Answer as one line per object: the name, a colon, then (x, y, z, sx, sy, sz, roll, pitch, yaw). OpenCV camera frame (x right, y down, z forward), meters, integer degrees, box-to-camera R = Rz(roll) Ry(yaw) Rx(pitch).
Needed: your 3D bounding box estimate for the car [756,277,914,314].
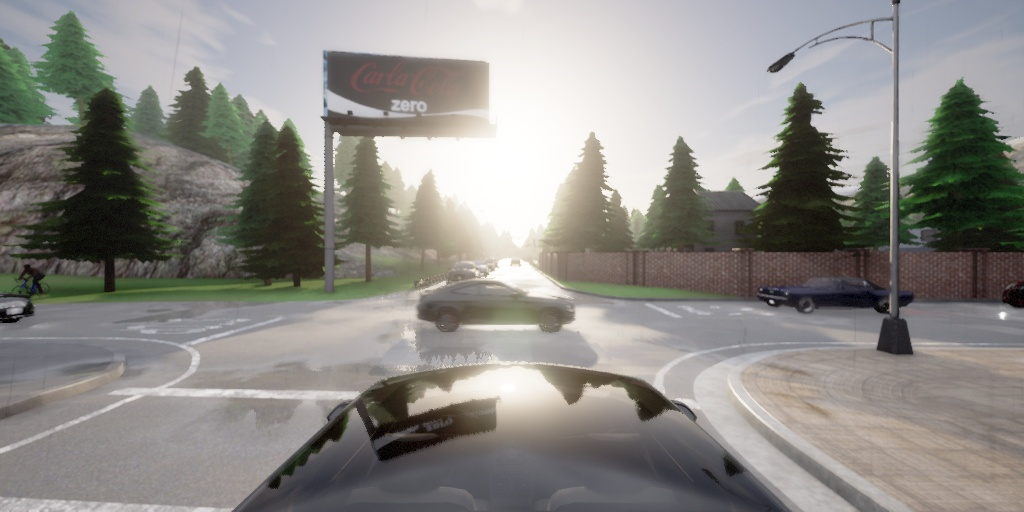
car: (12.455, 1.495, 14.104, 4.718, 1.301, 1.895, 0, 0, 2)

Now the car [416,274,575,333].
car: (-0.475, 1.398, 10.707, 4.674, 1.442, 1.812, 0, 0, 1)

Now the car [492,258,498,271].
car: (-3.201, 1.229, 45.493, 1.895, 1.301, 4.718, 0, 0, 1)

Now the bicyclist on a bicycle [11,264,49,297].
bicyclist on a bicycle: (-22.694, 1.202, 16.909, 0.582, 1.620, 1.656, 2, 3, -12)

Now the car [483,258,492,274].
car: (-3.289, 1.182, 35.410, 1.812, 1.442, 4.674, 0, 0, 0)

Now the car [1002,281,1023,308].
car: (22.303, 1.250, 13.850, 4.553, 1.767, 2.097, 0, 0, 1)

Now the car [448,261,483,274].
car: (-3.379, 1.188, 25.617, 1.837, 1.490, 4.892, 0, 0, 1)

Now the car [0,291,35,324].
car: (-17.315, 1.390, 10.374, 4.902, 1.511, 2.128, 0, 0, -9)
